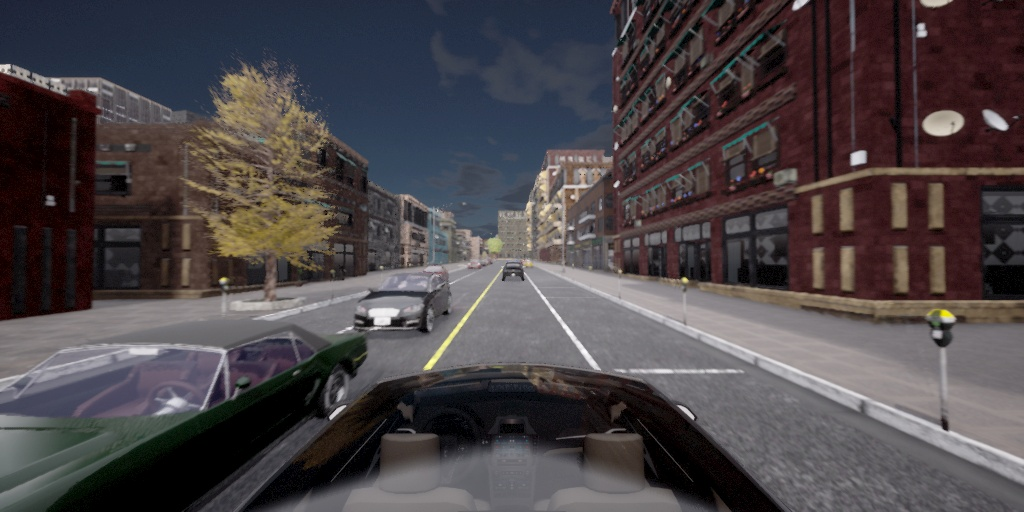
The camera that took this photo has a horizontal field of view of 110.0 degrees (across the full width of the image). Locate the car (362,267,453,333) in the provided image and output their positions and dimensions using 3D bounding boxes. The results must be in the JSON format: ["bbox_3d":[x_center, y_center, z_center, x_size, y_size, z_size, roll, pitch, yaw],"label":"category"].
[{"bbox_3d":[-2.998,1.244,10.759,2.128,1.511,4.902,0,0,0],"label":"car"}]

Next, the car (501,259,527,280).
[{"bbox_3d":[0.104,1.264,31.133,1.837,1.490,4.892,0,0,0],"label":"car"}]

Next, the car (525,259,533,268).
[{"bbox_3d":[2.701,1.296,60.853,1.751,1.417,4.829,0,0,0],"label":"car"}]

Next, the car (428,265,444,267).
[{"bbox_3d":[-5.685,1.339,26.503,1.802,1.307,4.207,0,0,0],"label":"car"}]

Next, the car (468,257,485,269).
[{"bbox_3d":[-5.681,1.207,54.936,1.967,1.591,4.097,0,0,0],"label":"car"}]

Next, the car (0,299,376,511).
[{"bbox_3d":[-3.078,1.351,3.126,1.895,1.301,4.718,0,0,0],"label":"car"}]
